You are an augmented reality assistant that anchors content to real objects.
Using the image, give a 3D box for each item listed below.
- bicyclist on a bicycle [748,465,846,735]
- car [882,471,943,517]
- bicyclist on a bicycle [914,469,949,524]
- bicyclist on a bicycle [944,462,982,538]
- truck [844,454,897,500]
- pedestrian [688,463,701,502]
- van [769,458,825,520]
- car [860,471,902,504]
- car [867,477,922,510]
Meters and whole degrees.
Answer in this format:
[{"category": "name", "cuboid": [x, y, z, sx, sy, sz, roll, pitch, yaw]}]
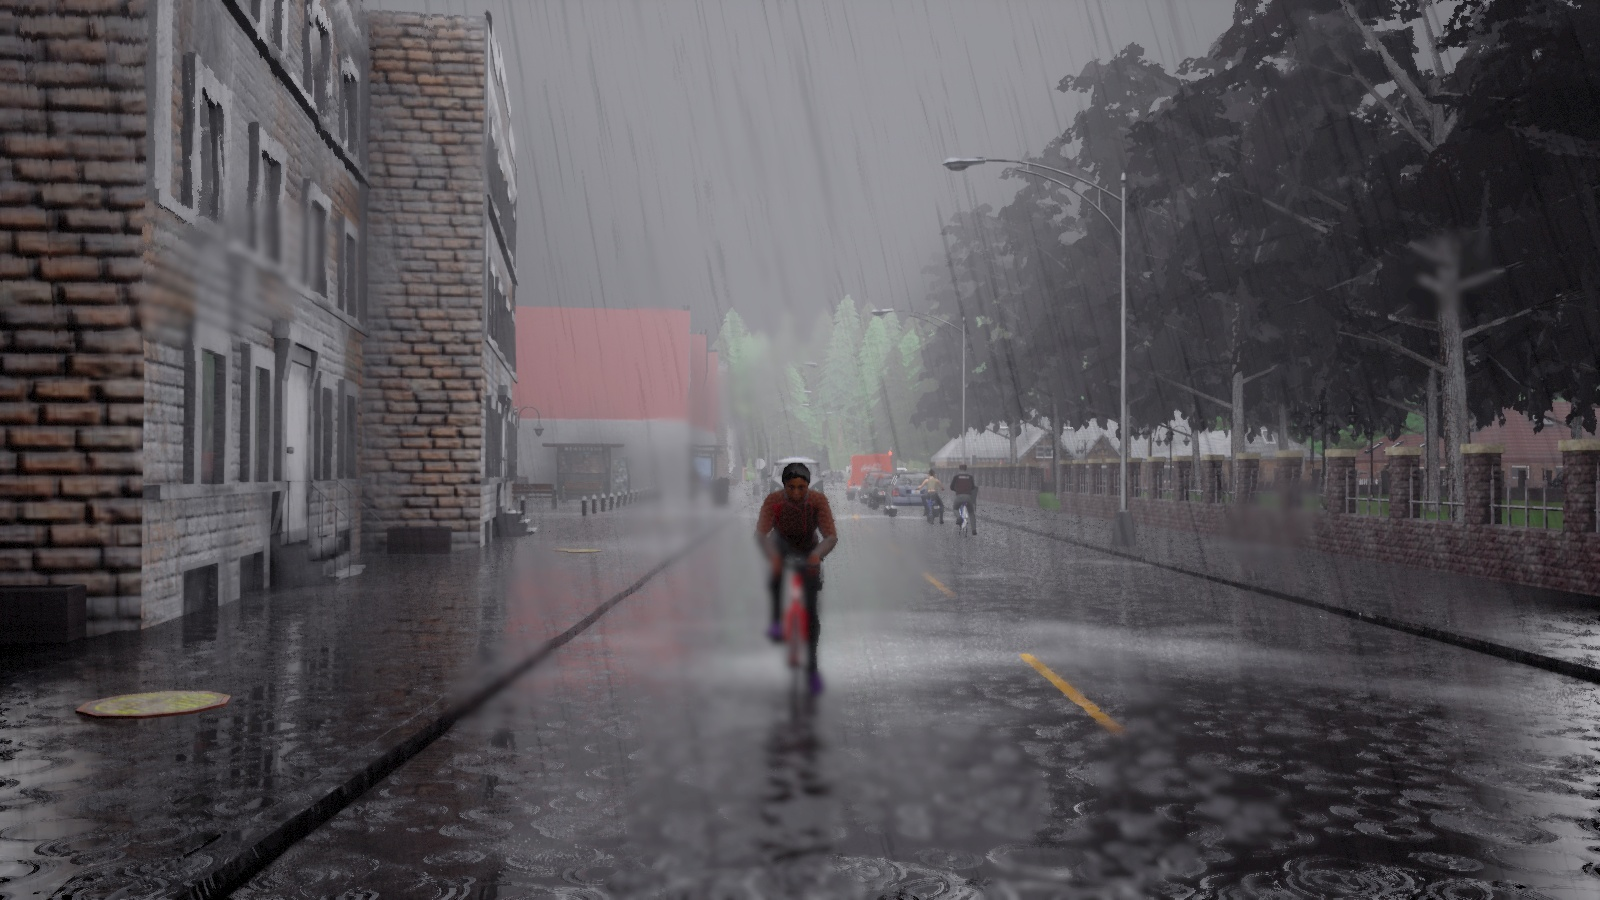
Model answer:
[{"category": "bicyclist on a bicycle", "cuboid": [-0.020, 0.908, 8.363, 0.582, 1.620, 1.656, 0, -1, 0]}, {"category": "car", "cuboid": [3.902, 1.515, 44.035, 1.789, 1.549, 3.705, 0, -1, 0]}, {"category": "bicyclist on a bicycle", "cuboid": [3.907, 1.361, 37.320, 0.866, 1.612, 1.509, 0, -1, 0]}, {"category": "bicyclist on a bicycle", "cuboid": [3.927, 1.179, 30.396, 0.659, 1.776, 1.843, 0, -1, 0]}, {"category": "truck", "cuboid": [3.876, 1.480, 69.708, 2.627, 2.467, 5.204, 0, -1, 0]}, {"category": "pedestrian", "cuboid": [-4.949, 1.530, 58.994, 0.431, 1.840, 0.703, 0, -1, 13]}, {"category": "van", "cuboid": [-0.096, 1.273, 42.083, 1.775, 1.987, 4.442, 0, -1, 0]}, {"category": "car", "cuboid": [3.887, 1.798, 60.942, 1.789, 1.549, 3.705, 0, -1, 0]}, {"category": "car", "cuboid": [3.895, 1.779, 52.486, 1.895, 1.301, 4.718, 0, -1, 0]}]
